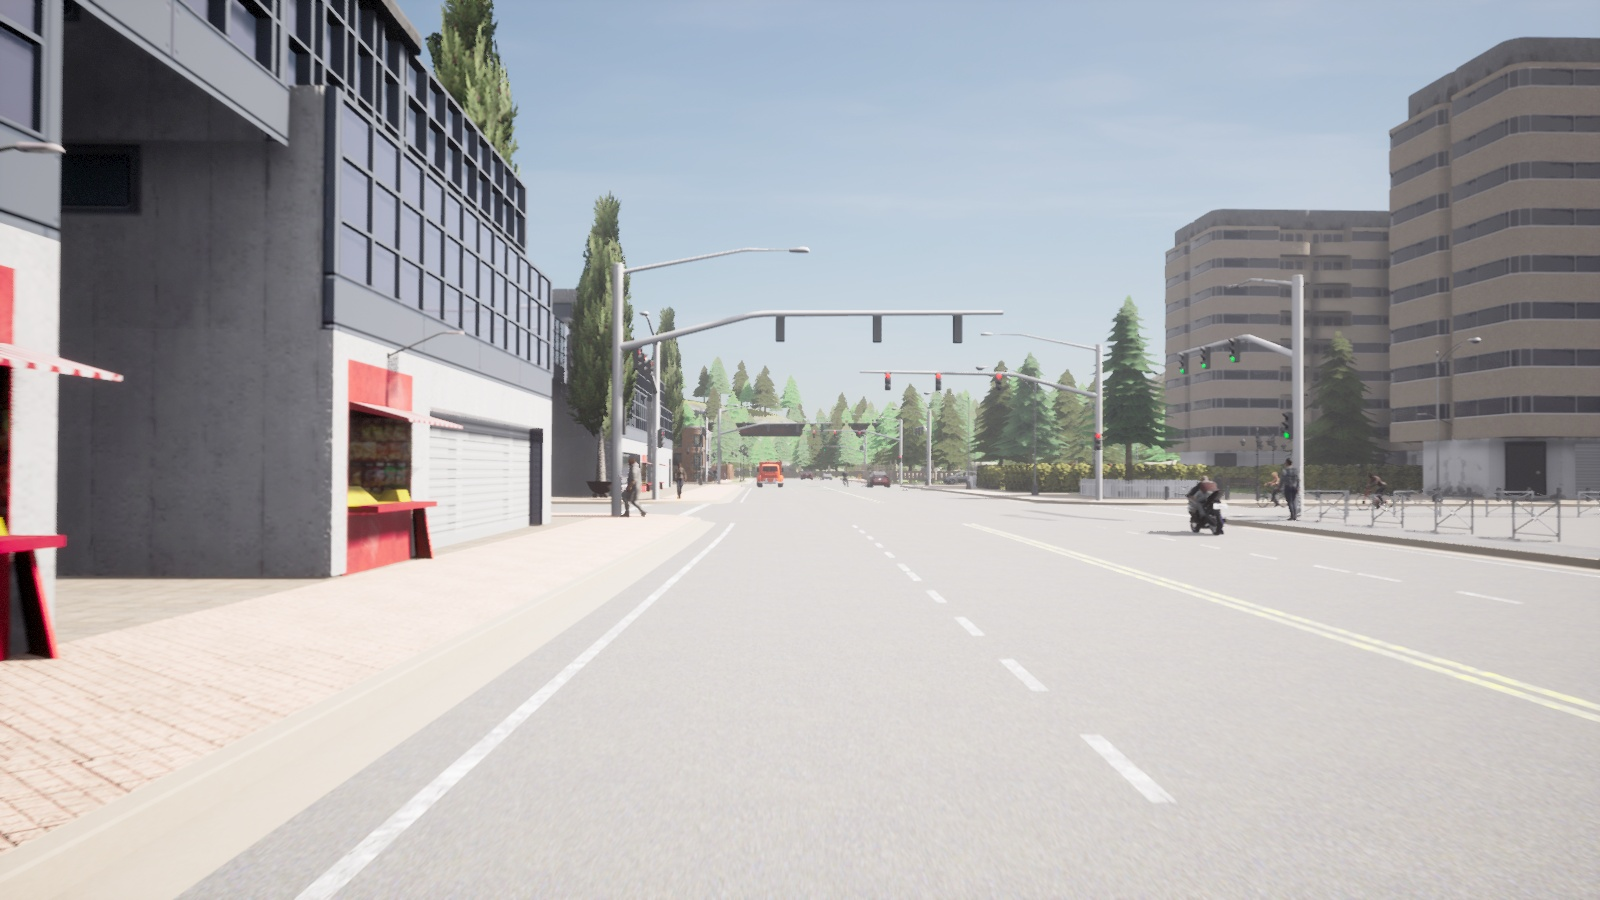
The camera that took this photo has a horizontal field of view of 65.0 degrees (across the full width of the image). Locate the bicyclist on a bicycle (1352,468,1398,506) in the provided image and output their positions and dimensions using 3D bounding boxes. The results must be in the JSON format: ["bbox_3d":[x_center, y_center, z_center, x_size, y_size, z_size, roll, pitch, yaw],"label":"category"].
[{"bbox_3d":[24.278,1.559,53.063,1.656,1.620,0.582,0,-1,-2],"label":"bicyclist on a bicycle"}]

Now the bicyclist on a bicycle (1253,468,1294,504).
[{"bbox_3d":[21.276,1.611,56.464,1.509,1.612,0.866,0,-1,-2],"label":"bicyclist on a bicycle"}]

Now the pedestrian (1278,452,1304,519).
[{"bbox_3d":[14.418,1.033,36.912,0.423,1.949,0.788,0,-1,-2],"label":"pedestrian"}]

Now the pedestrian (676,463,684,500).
[{"bbox_3d":[-5.901,1.530,61.739,0.328,1.805,0.869,0,-1,-2],"label":"pedestrian"}]

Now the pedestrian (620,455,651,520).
[{"bbox_3d":[-4.960,1.126,37.799,0.873,1.952,0.659,0,-1,-13],"label":"pedestrian"}]

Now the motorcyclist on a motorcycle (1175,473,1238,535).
[{"bbox_3d":[10.377,1.346,32.113,0.866,1.530,2.191,0,-1,-1],"label":"motorcyclist on a motorcycle"}]
